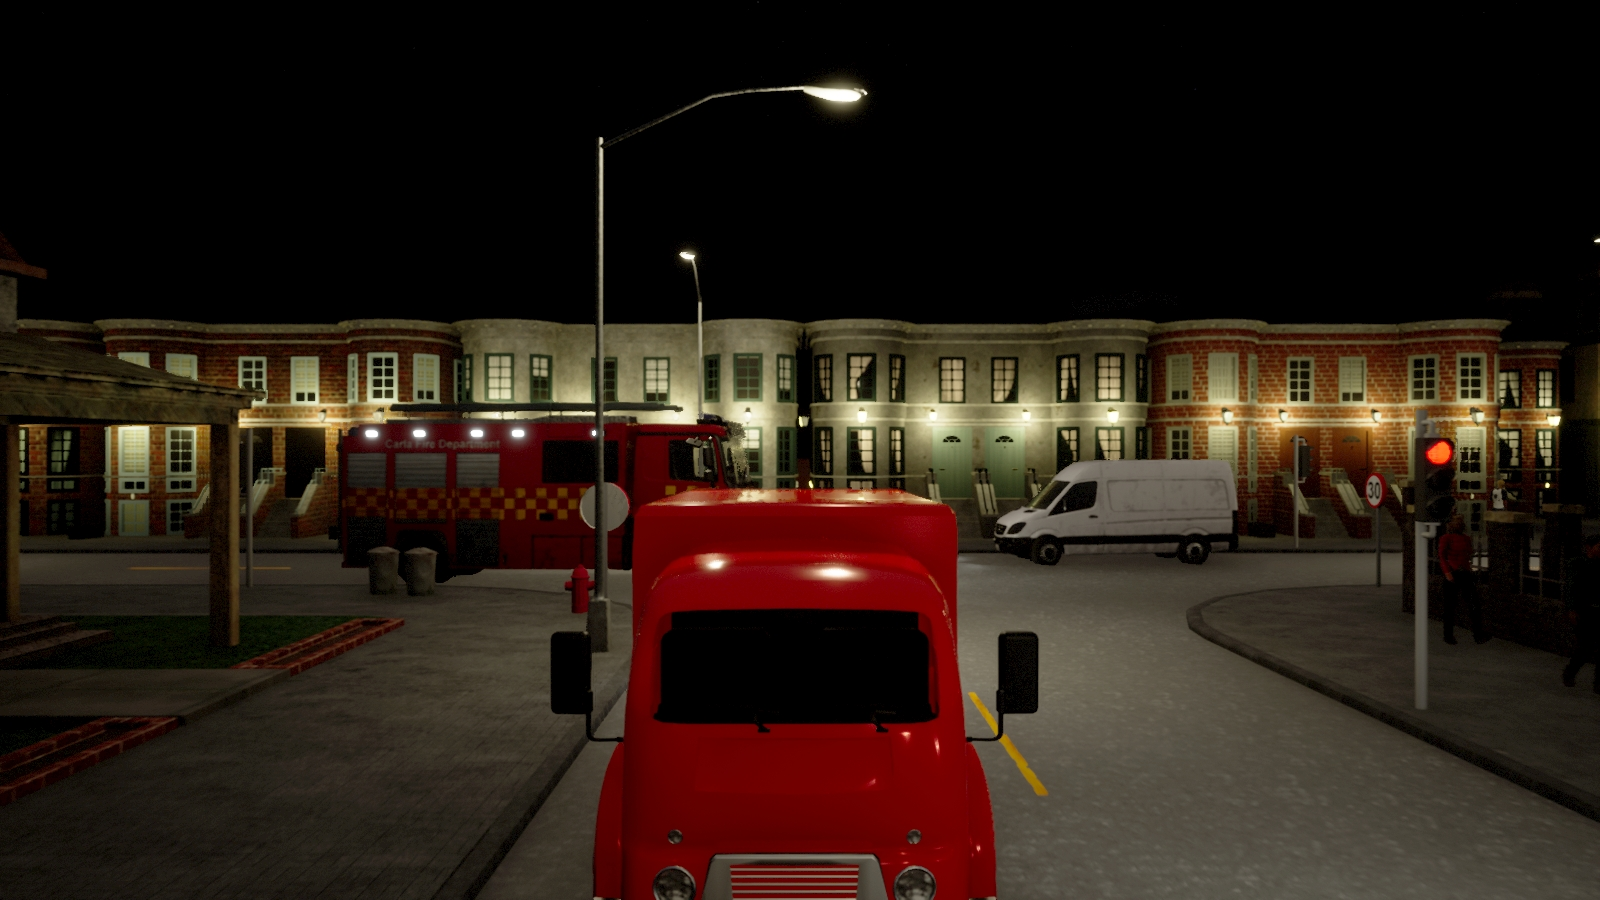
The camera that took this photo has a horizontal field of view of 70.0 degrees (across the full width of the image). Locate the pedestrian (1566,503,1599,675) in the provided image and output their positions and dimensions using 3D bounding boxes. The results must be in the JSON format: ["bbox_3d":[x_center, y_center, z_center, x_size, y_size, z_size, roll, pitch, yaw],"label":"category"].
[{"bbox_3d":[8.760,1.521,12.605,0.375,1.860,0.375,0,0,4],"label":"pedestrian"}]

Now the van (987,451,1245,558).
[{"bbox_3d":[7.859,1.321,28.757,5.915,2.561,1.988,0,0,-4],"label":"van"}]

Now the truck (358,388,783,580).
[{"bbox_3d":[-4.721,0.677,24.514,8.468,3.827,2.891,0,0,5],"label":"truck"}]

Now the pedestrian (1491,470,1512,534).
[{"bbox_3d":[20.636,1.533,33.616,0.375,1.860,0.375,0,0,-24],"label":"pedestrian"}]

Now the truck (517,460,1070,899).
[{"bbox_3d":[-0.037,1.345,8.039,2.627,2.467,5.204,0,0,0],"label":"truck"}]

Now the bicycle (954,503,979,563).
[{"bbox_3d":[3.943,1.947,27.173,0.329,1.271,1.835,0,0,0],"label":"bicycle"}]

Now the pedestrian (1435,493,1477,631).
[{"bbox_3d":[8.988,1.520,15.659,0.375,1.860,0.375,0,0,3],"label":"pedestrian"}]
